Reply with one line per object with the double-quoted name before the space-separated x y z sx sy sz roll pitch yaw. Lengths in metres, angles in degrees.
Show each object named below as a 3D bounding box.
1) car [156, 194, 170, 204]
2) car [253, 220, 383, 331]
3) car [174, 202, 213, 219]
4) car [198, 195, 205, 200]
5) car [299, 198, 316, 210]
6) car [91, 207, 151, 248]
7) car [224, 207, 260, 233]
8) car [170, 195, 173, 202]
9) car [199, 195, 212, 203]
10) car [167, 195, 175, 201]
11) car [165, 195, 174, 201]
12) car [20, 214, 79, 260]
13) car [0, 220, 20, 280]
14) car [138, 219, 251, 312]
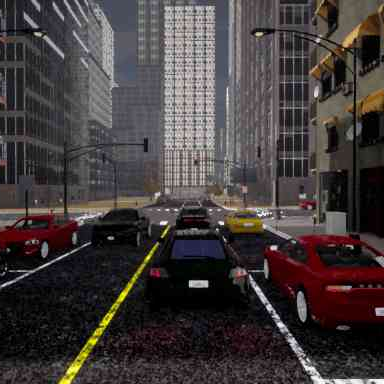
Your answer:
"car" -5.660 1.542 61.474 1.887 1.381 4.507 -1 0 0
"car" 2.686 1.544 6.895 1.887 1.381 4.507 -1 0 0
"car" 0.088 1.503 17.763 1.837 1.490 4.892 0 0 -1
"car" 2.741 1.582 94.826 1.802 1.307 4.206 -1 0 0
"car" 14.274 1.256 37.060 4.507 1.381 1.887 -1 1 0
"car" -3.036 1.475 15.035 1.882 1.535 5.008 0 0 1
"car" 2.693 1.523 18.112 1.752 1.417 4.829 -1 0 0
"car" -5.659 1.313 67.034 2.192 1.841 5.009 -1 0 0
"car" 2.718 1.437 61.468 1.967 1.590 4.097 -1 0 0
"car" -5.643 1.544 89.272 1.887 1.381 4.507 -1 0 0
"car" -5.648 1.524 83.543 1.752 1.417 4.829 -1 0 0
"car" -5.691 1.543 12.438 1.887 1.381 4.507 -1 0 0
"car" -5.696 1.439 6.914 1.967 1.590 4.097 -1 0 0
"car" 0.108 1.563 7.778 1.994 1.385 4.181 0 0 0
